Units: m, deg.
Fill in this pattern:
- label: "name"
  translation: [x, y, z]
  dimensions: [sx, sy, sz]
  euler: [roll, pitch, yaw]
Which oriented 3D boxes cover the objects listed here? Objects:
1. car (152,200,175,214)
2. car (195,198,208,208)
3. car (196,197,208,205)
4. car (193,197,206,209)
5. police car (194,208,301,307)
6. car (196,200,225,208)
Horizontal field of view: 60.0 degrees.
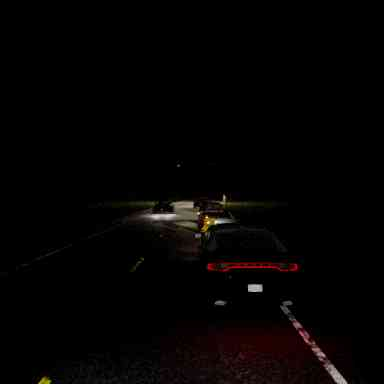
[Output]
- label: "car"
  translation: [-2.889, 1.549, 34.604]
  dimensions: [1.994, 1.385, 4.181]
  euler: [0, 0, 2]
- label: "car"
  translation: [1.397, 1.471, 24.060]
  dimensions: [1.882, 1.535, 5.008]
  euler: [0, 0, 2]
- label: "car"
  translation: [1.856, 1.557, 57.877]
  dimensions: [1.895, 1.301, 4.718]
  euler: [0, 0, 4]
- label: "car"
  translation: [1.215, 1.450, 45.781]
  dimensions: [1.882, 1.535, 5.008]
  euler: [0, 0, 3]
- label: "police car"
  translation: [1.097, 1.425, 8.220]
  dimensions: [1.930, 1.638, 5.238]
  euler: [0, 0, 1]
- label: "car"
  translation: [1.257, 1.452, 18.270]
  dimensions: [1.801, 1.575, 5.366]
  euler: [0, 0, 1]
